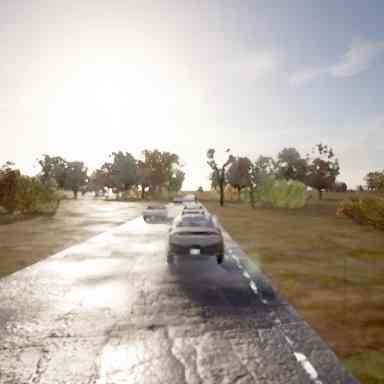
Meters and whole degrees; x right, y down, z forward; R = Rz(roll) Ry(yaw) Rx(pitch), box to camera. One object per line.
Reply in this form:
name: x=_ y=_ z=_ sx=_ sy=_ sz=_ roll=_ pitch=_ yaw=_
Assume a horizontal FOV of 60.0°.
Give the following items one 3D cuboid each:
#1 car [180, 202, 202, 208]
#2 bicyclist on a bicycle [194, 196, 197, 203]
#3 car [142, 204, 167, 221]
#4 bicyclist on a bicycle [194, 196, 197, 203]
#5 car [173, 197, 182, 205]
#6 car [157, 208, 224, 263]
car: x=0.099 y=1.748 z=29.470 sx=1.895 sy=1.301 sz=4.718 roll=0 pitch=0 yaw=0
bicyclist on a bicycle: x=0.827 y=1.697 z=71.490 sx=0.659 sy=1.776 sz=1.843 roll=0 pitch=0 yaw=0
car: x=-3.098 y=1.745 z=28.733 sx=1.895 sy=1.301 sz=4.718 roll=0 pitch=0 yaw=0
bicyclist on a bicycle: x=0.829 y=1.814 z=80.494 sx=0.582 sy=1.620 sz=1.656 roll=0 pitch=-1 yaw=0
car: x=-2.997 y=1.795 z=69.392 sx=1.882 sy=1.535 sz=5.008 roll=0 pitch=0 yaw=0
car: x=0.093 y=1.556 z=12.221 sx=2.128 sy=1.511 sz=4.902 roll=0 pitch=0 yaw=0
